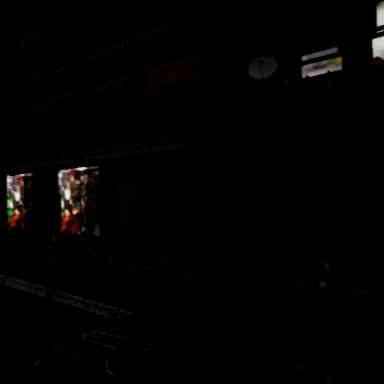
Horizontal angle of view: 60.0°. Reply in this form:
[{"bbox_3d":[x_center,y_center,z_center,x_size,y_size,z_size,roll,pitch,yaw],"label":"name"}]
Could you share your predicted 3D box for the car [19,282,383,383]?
[{"bbox_3d":[0.478,1.444,2.414,4.097,1.590,1.967,0,-1,35],"label":"car"}]
